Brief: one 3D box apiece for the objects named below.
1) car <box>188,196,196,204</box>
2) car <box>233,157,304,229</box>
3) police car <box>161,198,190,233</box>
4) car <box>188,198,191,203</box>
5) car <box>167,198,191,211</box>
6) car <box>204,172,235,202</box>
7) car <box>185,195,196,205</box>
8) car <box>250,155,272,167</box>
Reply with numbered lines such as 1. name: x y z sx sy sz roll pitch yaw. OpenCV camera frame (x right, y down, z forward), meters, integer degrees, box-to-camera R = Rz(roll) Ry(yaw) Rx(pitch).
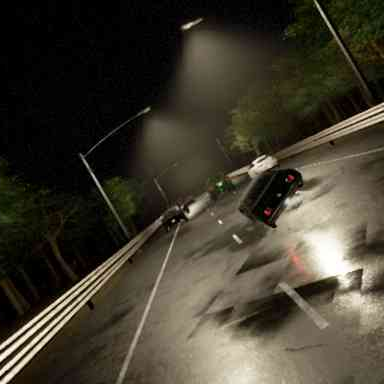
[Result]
1. car: -0.431 1.792 61.290 2.033 1.411 5.357 -30 0 0
2. car: 2.630 0.140 12.300 1.895 1.301 4.718 -56 0 -1
3. police car: -1.479 1.960 26.998 1.930 1.638 5.238 -30 0 0
4. car: -1.436 2.133 42.888 1.882 1.535 5.008 -30 0 0
5. car: -1.569 1.864 36.919 2.150 2.045 5.566 -30 0 0
6. car: 2.451 -0.515 30.663 2.150 2.045 5.566 -30 0 0
7. car: -0.444 1.874 81.362 2.128 1.511 4.902 -30 0 0
8. car: 5.692 -2.067 27.149 1.812 1.442 4.674 -30 0 -1
